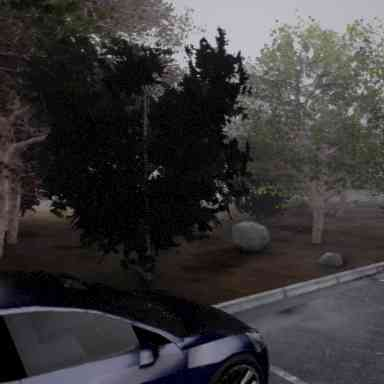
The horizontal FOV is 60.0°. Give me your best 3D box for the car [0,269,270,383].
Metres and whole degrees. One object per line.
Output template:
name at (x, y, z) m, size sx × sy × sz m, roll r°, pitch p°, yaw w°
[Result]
car at (-1.425, 1.510, 3.019) m, size 4.792 × 1.488 × 2.163 m, roll 0°, pitch 1°, yaw -33°
